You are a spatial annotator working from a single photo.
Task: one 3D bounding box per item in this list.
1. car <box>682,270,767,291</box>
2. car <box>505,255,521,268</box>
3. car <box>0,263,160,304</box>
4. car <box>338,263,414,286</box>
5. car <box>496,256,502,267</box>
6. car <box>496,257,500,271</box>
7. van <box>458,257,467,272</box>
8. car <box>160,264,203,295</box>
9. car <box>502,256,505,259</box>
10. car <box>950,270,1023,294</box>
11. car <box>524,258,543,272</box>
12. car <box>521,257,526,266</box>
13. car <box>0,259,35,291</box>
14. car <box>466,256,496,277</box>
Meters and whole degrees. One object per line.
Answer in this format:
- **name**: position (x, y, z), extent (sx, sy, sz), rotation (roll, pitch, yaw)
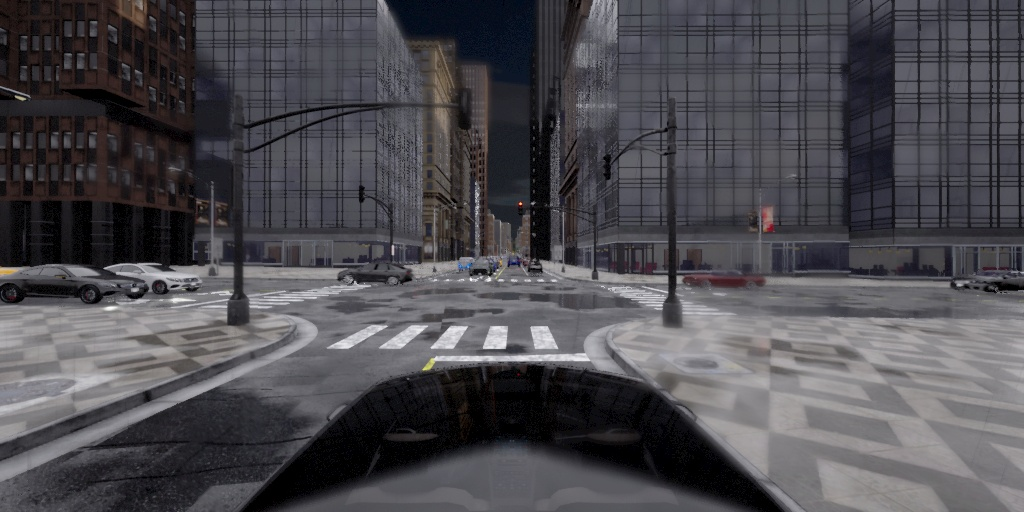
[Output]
- **car**: position (14.028, 1.574, 23.931), extent (4.718, 1.301, 1.895), rotation (1, 0, 0)
- **car**: position (0.358, 0.911, 61.853), extent (2.150, 2.045, 5.566), rotation (0, 0, 0)
- **car**: position (-17.234, 1.047, 14.121), extent (4.674, 1.442, 1.812), rotation (1, 0, -1)
- **car**: position (-9.067, 1.192, 24.031), extent (4.892, 1.490, 1.837), rotation (2, 0, 0)
- **car**: position (-2.876, 1.208, 54.094), extent (1.837, 1.490, 4.892), rotation (0, 0, 0)
- **car**: position (-2.932, 1.195, 44.629), extent (1.882, 1.535, 5.008), rotation (0, 0, 1)
- **van**: position (-5.691, 1.058, 44.719), extent (1.690, 1.789, 3.998), rotation (0, 0, 0)
- **car**: position (-17.762, 1.052, 17.377), extent (4.674, 1.442, 1.812), rotation (1, 0, 0)
- **car**: position (-2.792, 1.161, 63.943), extent (1.882, 1.535, 5.008), rotation (0, 0, 1)
- **car**: position (32.290, 1.712, 23.841), extent (4.902, 1.511, 2.128), rotation (1, 0, 0)
- **car**: position (2.834, 1.283, 44.673), extent (1.948, 1.339, 4.313), rotation (0, 0, 0)
- **car**: position (2.926, 1.270, 61.621), extent (1.802, 1.307, 4.207), rotation (0, 0, 0)
- **car**: position (-26.907, 0.887, 17.418), extent (5.008, 1.535, 1.882), rotation (1, 0, 1)
- **car**: position (-2.966, 1.080, 35.508), extent (2.097, 1.767, 4.553), rotation (0, 0, 0)
